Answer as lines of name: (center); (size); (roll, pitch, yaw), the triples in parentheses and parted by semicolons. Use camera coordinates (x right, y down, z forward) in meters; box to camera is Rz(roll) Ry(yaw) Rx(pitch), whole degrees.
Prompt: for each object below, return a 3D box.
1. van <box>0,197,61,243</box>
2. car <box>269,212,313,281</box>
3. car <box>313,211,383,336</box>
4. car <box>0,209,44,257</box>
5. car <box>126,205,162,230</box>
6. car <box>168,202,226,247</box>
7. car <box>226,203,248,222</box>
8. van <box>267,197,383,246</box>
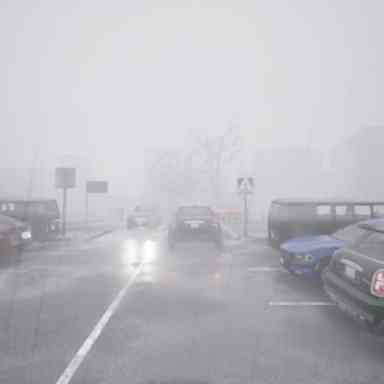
van: (-7.762, 1.180, 13.407); (4.442, 1.987, 1.878); (0, 0, 0)
car: (4.688, 1.399, 8.102); (5.008, 1.535, 2.097); (0, 0, 0)
car: (4.650, 1.297, 5.311); (4.553, 1.767, 2.185); (0, 0, 0)
car: (-7.676, 1.421, 10.620); (4.792, 1.488, 2.163); (0, 0, 0)
car: (-2.992, 1.597, 21.528); (2.128, 1.511, 4.902); (0, -2, 0)
car: (0.105, 1.291, 14.617); (2.097, 1.767, 4.553); (0, -1, 0)
car: (3.219, 1.786, 30.218); (2.097, 1.767, 4.553); (-2, -4, 38)
van: (4.801, 1.167, 10.876); (4.442, 1.987, 1.878); (0, 0, 0)
